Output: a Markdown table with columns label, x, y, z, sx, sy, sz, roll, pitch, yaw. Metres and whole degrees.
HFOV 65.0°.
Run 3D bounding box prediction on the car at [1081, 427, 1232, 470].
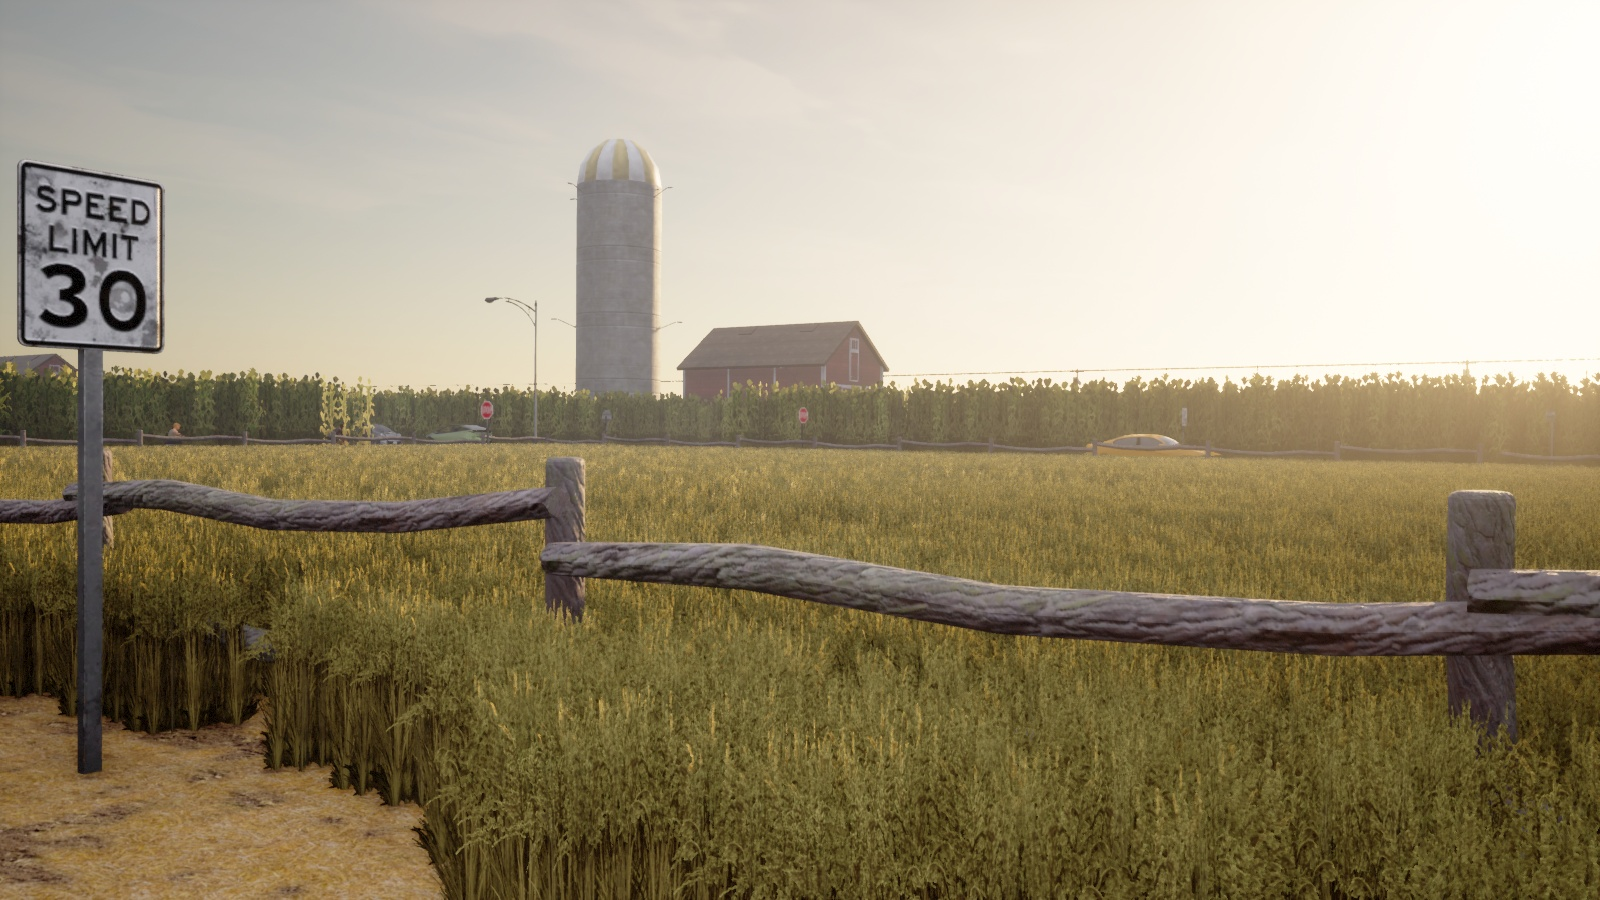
| label | x | y | z | sx | sy | sz | roll | pitch | yaw |
| --- | --- | --- | --- | --- | --- | --- | --- | --- | --- |
| car | 13.113 | -0.073 | 46.339 | 5.008 | 1.535 | 1.882 | 0 | 1 | 36 |

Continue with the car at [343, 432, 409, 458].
| label | x | y | z | sx | sy | sz | roll | pitch | yaw |
| --- | --- | --- | --- | --- | --- | --- | --- | --- | --- |
| car | -24.831 | -0.291 | 73.466 | 3.633 | 1.501 | 1.845 | 0 | 1 | 36 |

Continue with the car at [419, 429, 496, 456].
| label | x | y | z | sx | sy | sz | roll | pitch | yaw |
| --- | --- | --- | --- | --- | --- | --- | --- | --- | --- |
| car | -20.186 | -0.415 | 73.953 | 4.514 | 1.525 | 2.007 | 0 | 1 | 36 |
